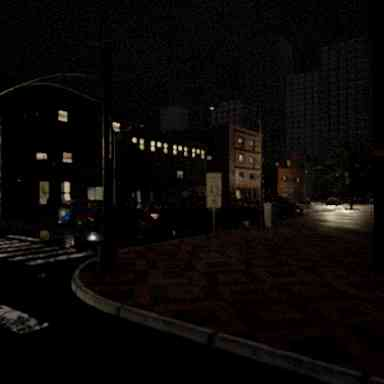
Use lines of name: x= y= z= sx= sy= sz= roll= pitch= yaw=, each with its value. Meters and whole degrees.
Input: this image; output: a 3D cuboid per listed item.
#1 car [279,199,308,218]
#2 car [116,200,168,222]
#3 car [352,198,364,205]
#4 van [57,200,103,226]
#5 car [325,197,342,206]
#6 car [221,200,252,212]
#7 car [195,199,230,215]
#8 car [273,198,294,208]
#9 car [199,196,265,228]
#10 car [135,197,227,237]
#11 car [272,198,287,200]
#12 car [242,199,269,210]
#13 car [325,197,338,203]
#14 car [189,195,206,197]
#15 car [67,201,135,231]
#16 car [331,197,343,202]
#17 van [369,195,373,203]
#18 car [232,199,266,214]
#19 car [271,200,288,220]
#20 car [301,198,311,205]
car: x=9.168 y=1.660 z=31.712 sx=1.947 sy=1.339 sz=4.313 roll=-1 pitch=-1 yaw=35
car: x=-4.061 y=1.535 z=27.546 sx=1.967 sy=1.590 sz=4.097 roll=-1 pitch=-1 yaw=35
car: x=31.537 y=1.804 z=63.253 sx=2.008 sy=1.369 sz=4.403 roll=-1 pitch=-1 yaw=35
van: x=-7.257 y=1.418 z=23.041 sx=1.690 sy=1.788 sz=3.998 roll=-1 pitch=-1 yaw=35
car: x=24.823 y=1.832 z=58.256 sx=1.895 sy=1.301 sz=4.718 roll=0 pitch=0 yaw=36
car: x=5.526 y=1.705 z=41.063 sx=2.008 sy=1.369 sz=4.403 roll=-1 pitch=-1 yaw=35
car: x=2.331 y=1.574 z=36.559 sx=1.967 sy=1.590 sz=4.097 roll=-1 pitch=-1 yaw=35
car: x=15.014 y=1.747 z=54.442 sx=1.752 sy=1.417 sz=4.829 roll=-1 pitch=-1 yaw=35
car: x=2.775 y=1.370 z=22.702 sx=2.192 sy=1.841 sz=5.009 roll=-1 pitch=-1 yaw=35
car: x=-0.420 y=1.352 z=18.196 sx=2.192 sy=1.841 sz=5.009 roll=-1 pitch=-1 yaw=35
car: x=10.329 y=1.479 z=37.824 sx=2.097 sy=1.767 sz=4.553 roll=0 pitch=0 yaw=35
car: x=8.722 y=1.727 z=45.569 sx=2.008 sy=1.369 sz=4.403 roll=-1 pitch=-1 yaw=35
car: x=34.287 y=1.920 z=81.616 sx=2.008 sy=1.369 sz=4.403 roll=-1 pitch=-1 yaw=35
car: x=0.566 y=1.319 z=29.589 sx=2.150 sy=2.045 sz=5.566 roll=0 pitch=0 yaw=35
car: x=-5.141 y=1.542 z=21.545 sx=1.882 sy=1.535 sz=5.008 roll=0 pitch=0 yaw=35
car: x=37.482 y=1.941 z=86.122 sx=1.887 sy=1.381 sz=4.507 roll=-1 pitch=-1 yaw=35
van: x=44.318 y=1.697 z=81.280 sx=1.690 sy=1.788 sz=3.998 roll=-1 pitch=-1 yaw=35
car: x=6.613 y=1.613 z=38.095 sx=1.882 sy=1.535 sz=5.008 roll=0 pitch=0 yaw=36
car: x=5.972 y=1.619 z=27.206 sx=1.887 sy=1.381 sz=4.507 roll=-1 pitch=-1 yaw=35
car: x=21.505 y=1.820 z=63.593 sx=2.008 sy=1.369 sz=4.403 roll=-1 pitch=-1 yaw=35
